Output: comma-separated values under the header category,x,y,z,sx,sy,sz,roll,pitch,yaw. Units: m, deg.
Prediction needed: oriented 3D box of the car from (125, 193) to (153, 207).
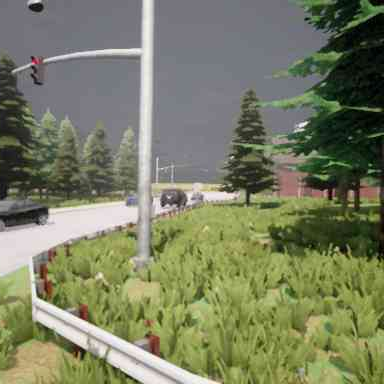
category,x,y,z,sx,sy,sz,roll,pitch,yaw
car,-5.827,0.885,37.123,1.882,1.535,5.008,1,1,10

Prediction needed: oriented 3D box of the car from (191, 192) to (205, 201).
category,x,y,z,sx,sy,sz,roll,pitch,yaw
car,1.082,0.783,57.509,2.033,1.411,5.357,1,1,9

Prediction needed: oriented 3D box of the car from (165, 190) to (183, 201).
category,x,y,z,sx,sy,sz,roll,pitch,yaw
car,-2.958,0.558,54.730,2.097,1.767,4.553,1,1,9

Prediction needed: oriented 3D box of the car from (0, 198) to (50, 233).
category,x,y,z,sx,sy,sz,roll,pitch,yaw
car,-9.507,1.114,17.284,1.882,1.535,5.008,1,1,11

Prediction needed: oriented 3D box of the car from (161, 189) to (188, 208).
category,x,y,z,sx,sy,sz,roll,pitch,yaw
car,-1.953,0.698,37.843,2.150,2.045,5.566,1,1,9
